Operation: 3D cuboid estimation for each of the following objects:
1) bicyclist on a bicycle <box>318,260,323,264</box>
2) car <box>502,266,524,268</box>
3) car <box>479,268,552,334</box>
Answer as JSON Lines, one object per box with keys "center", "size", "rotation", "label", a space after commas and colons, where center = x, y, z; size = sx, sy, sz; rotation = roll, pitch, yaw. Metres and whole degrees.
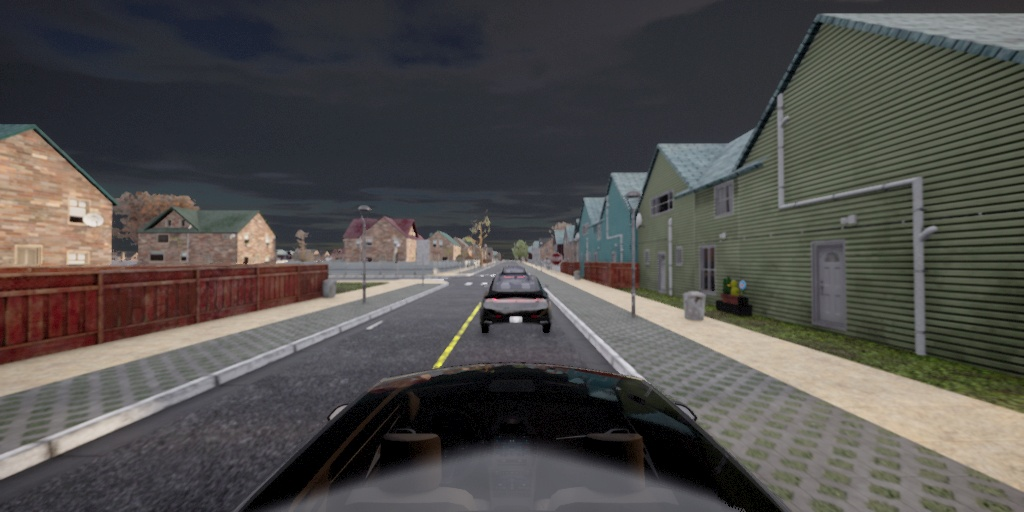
{"center": [-20.167, 1.273, 37.691], "size": [0.582, 1.620, 1.656], "rotation": [0, -1, 0], "label": "bicyclist on a bicycle"}
{"center": [0.079, 1.339, 21.512], "size": [2.128, 1.511, 4.902], "rotation": [0, 0, -1], "label": "car"}
{"center": [0.108, 1.286, 10.813], "size": [2.128, 1.511, 4.902], "rotation": [0, 0, 0], "label": "car"}
